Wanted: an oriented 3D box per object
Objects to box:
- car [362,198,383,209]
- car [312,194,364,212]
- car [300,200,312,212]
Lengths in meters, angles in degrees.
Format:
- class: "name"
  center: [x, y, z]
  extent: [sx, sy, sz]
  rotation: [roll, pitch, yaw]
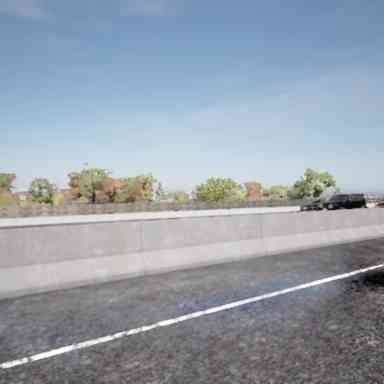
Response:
- class: "car"
  center: [16.950, 1.483, 28.618]
  extent: [4.674, 1.442, 1.812]
  rotation: [0, 0, -34]
- class: "car"
  center: [13.973, 1.180, 30.826]
  extent: [5.566, 2.045, 2.150]
  rotation: [0, 0, -34]
- class: "car"
  center: [13.258, 1.463, 34.571]
  extent: [4.892, 1.490, 1.837]
  rotation: [1, 0, -34]
